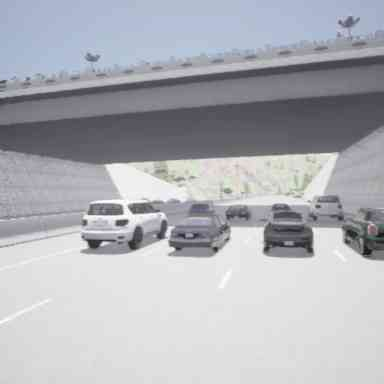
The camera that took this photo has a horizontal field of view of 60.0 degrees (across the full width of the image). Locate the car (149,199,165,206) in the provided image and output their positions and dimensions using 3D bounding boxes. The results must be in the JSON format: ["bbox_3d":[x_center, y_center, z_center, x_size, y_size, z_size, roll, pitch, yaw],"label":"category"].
[{"bbox_3d":[-7.294,2.128,70.076,1.994,1.385,4.181,-1,0,14],"label":"car"}]

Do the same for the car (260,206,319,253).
[{"bbox_3d":[3.984,1.548,14.039,1.837,1.490,4.892,-1,0,14],"label":"car"}]

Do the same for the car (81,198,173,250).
[{"bbox_3d":[-2.888,1.365,15.440,2.150,2.045,5.566,-1,0,14],"label":"car"}]

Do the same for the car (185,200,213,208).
[{"bbox_3d":[0.835,1.724,30.365,1.812,1.442,4.674,-1,0,14],"label":"car"}]

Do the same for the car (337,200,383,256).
[{"bbox_3d":[7.322,1.335,12.976,2.097,1.767,4.553,-1,-1,14],"label":"car"}]

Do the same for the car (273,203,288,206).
[{"bbox_3d":[7.603,1.652,28.572,1.994,1.385,4.181,-1,0,14],"label":"car"}]

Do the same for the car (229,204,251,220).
[{"bbox_3d":[4.160,1.743,29.245,1.895,1.301,4.718,-1,0,14],"label":"car"}]

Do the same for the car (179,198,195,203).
[{"bbox_3d":[-0.476,1.982,68.503,2.128,1.511,4.902,-1,0,14],"label":"car"}]

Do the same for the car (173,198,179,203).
[{"bbox_3d":[-3.900,1.998,69.228,1.882,1.535,5.008,-1,0,14],"label":"car"}]

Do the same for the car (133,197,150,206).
[{"bbox_3d":[-10.685,1.985,70.955,2.097,1.767,4.553,-1,0,14],"label":"car"}]

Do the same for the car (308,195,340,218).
[{"bbox_3d":[10.925,1.249,27.470,2.150,2.045,5.566,-1,0,14],"label":"car"}]

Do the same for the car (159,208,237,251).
[{"bbox_3d":[0.509,1.641,14.576,2.033,1.411,5.357,-1,0,14],"label":"car"}]
